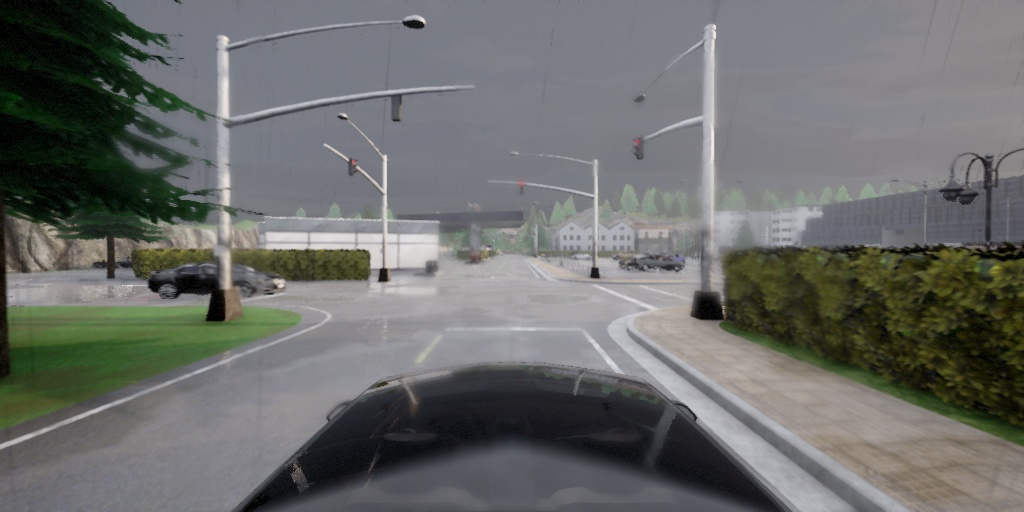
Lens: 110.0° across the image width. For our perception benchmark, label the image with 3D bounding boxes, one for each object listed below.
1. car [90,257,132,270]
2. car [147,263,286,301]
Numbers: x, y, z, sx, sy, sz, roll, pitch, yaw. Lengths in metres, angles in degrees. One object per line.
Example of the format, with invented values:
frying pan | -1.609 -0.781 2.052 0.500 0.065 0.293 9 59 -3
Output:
car | -40.730 0.767 37.653 1.895 1.301 4.718 0 1 0
car | -12.426 1.026 15.304 4.902 1.511 2.128 0 0 -4
